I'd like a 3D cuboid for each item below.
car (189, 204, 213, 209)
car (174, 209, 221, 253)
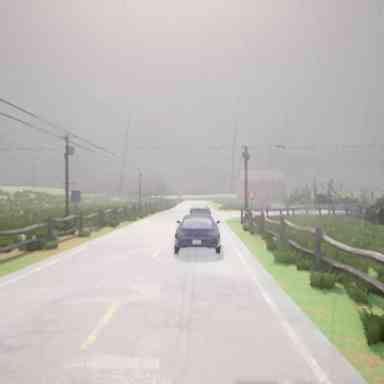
[{"bbox_3d":[0.762,1.771,29.215,2.128,1.511,4.902,0,0,3],"label":"car"},{"bbox_3d":[0.257,1.663,14.321,1.812,1.442,4.674,0,0,2],"label":"car"}]
